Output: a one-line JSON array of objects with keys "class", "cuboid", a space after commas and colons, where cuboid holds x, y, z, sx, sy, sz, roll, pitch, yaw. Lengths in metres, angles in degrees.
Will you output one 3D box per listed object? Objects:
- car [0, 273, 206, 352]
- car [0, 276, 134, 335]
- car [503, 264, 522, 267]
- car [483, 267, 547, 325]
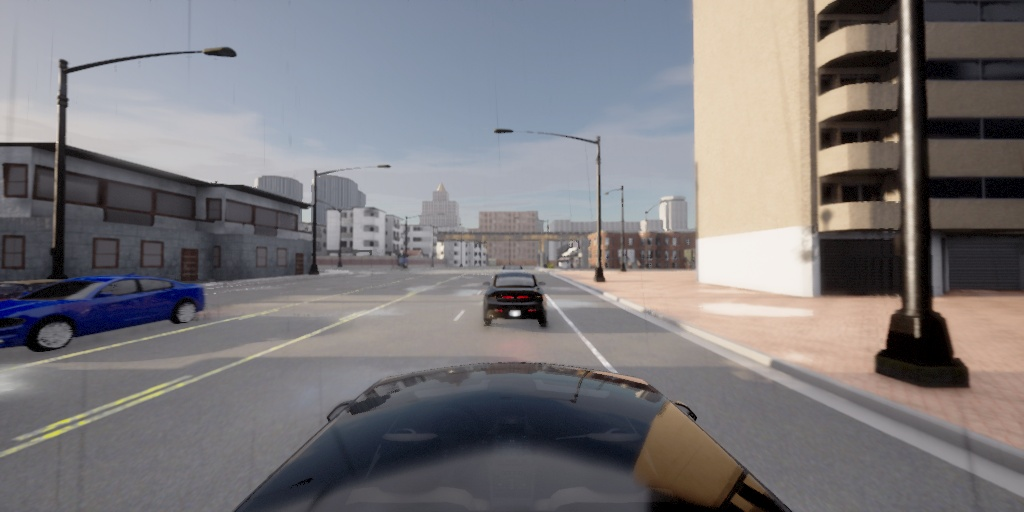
[{"class": "car", "cuboid": [-10.604, 1.246, 9.206, 1.882, 1.535, 5.008, 0, 0, 0]}, {"class": "car", "cuboid": [-14.105, 1.368, 10.127, 1.895, 1.301, 4.718, 0, 0, 0]}, {"class": "car", "cuboid": [0.055, 1.338, 29.162, 1.895, 1.301, 4.718, 0, 0, 0]}, {"class": "car", "cuboid": [0.084, 1.269, 11.927, 1.837, 1.490, 4.892, 0, 0, 0]}]
